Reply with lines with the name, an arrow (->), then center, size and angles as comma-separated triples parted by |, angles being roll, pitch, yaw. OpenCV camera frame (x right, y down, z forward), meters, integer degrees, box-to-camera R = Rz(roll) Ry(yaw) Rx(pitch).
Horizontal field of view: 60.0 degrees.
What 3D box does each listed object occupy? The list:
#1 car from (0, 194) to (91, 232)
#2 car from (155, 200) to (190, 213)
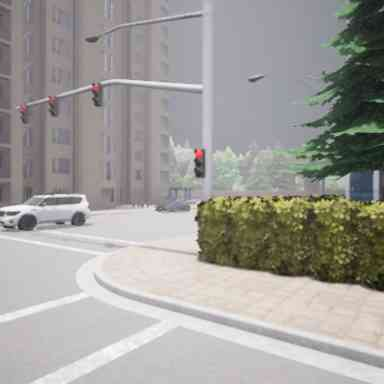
car -> -8.875, 1.167, 20.392 | 2.150, 2.045, 5.566 | 0, 0, 36
car -> -2.021, 1.500, 35.628 | 1.994, 1.385, 4.181 | 0, 0, 36
